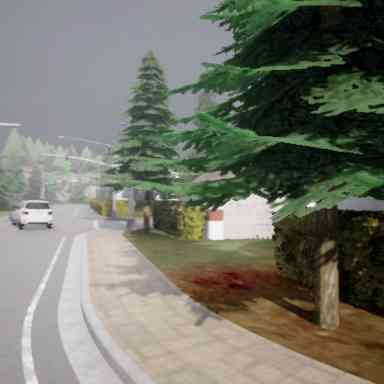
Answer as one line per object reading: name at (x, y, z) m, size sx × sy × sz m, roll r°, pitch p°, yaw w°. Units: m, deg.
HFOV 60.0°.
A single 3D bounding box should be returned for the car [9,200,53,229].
car at (-12.080, 1.618, 24.998) m, size 2.150 × 2.045 × 5.566 m, roll 3°, pitch -2°, yaw -35°
